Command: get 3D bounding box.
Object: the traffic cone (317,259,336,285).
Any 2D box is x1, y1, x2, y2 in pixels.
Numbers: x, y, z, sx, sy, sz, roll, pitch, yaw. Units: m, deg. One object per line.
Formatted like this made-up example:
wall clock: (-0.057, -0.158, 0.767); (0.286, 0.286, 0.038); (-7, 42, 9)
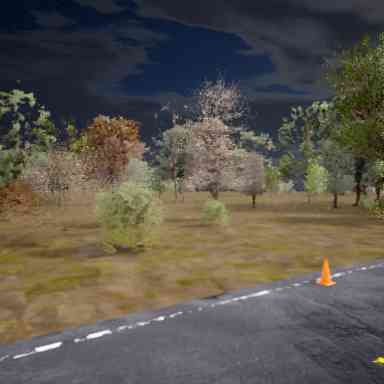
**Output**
traffic cone: (3.327, 1.963, 8.254); (0.340, 0.580, 0.340); (0, 0, -34)
